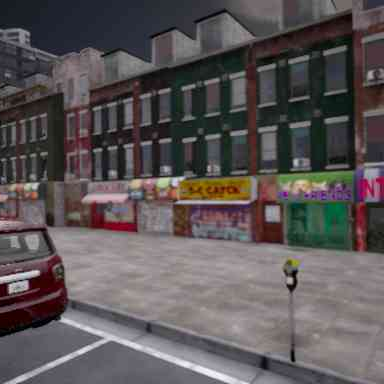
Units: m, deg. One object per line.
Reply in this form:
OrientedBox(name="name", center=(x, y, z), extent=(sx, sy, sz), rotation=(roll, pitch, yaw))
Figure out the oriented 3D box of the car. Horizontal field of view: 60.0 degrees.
OrientedBox(name="car", center=(-4.277, 1.388, 5.870), extent=(5.009, 1.841, 2.192), rotation=(-1, -1, 35))
